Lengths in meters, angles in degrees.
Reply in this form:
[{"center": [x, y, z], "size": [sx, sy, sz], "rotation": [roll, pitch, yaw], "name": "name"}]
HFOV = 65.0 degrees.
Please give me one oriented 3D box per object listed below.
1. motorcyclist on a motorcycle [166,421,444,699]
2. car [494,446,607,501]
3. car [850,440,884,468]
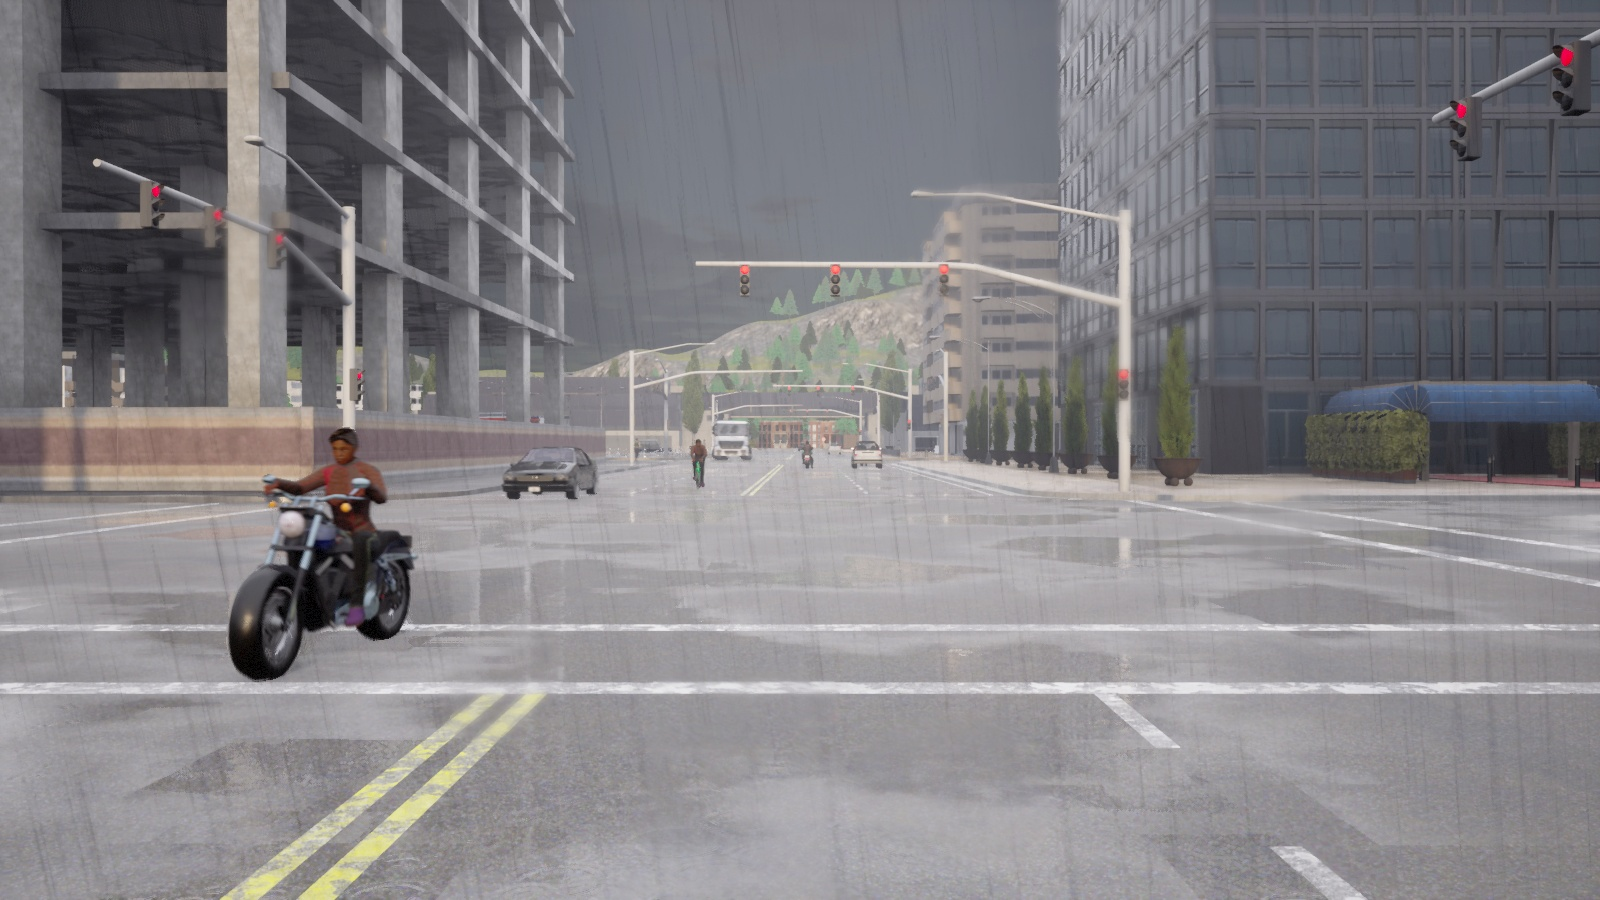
[{"center": [-3.301, 0.645, 8.687], "size": [0.766, 1.649, 2.350], "rotation": [1, 1, 7], "name": "motorcyclist on a motorcycle"}, {"center": [-6.790, 0.592, 34.731], "size": [2.033, 1.411, 5.357], "rotation": [0, 0, 0], "name": "car"}, {"center": [3.927, 0.229, 74.133], "size": [1.851, 1.617, 3.988], "rotation": [0, 0, 1], "name": "car"}]
